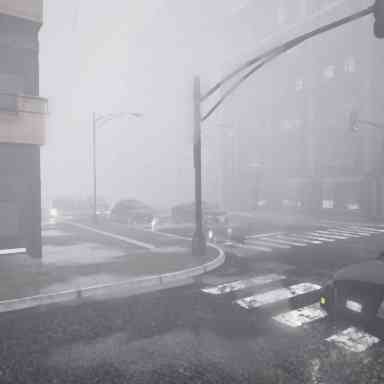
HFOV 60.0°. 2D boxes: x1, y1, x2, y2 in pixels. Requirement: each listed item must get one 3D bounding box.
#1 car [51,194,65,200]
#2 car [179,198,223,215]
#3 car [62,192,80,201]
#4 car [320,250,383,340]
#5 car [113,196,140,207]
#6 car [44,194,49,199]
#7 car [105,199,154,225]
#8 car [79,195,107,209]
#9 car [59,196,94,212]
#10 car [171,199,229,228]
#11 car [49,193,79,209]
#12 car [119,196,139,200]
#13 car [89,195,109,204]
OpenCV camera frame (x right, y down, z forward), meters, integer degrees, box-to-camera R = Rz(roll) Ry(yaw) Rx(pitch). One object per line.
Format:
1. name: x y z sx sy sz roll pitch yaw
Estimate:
1. car: -31.650 1.125 78.535 2.008 1.369 4.403 -1 1 -35
2. car: 0.782 1.360 31.879 1.887 1.381 4.507 -1 1 -35
3. car: -25.182 0.935 69.189 2.192 1.841 5.009 -1 1 -35
4. car: 4.364 1.561 5.710 4.181 1.385 1.994 0 0 -18
5. car: -9.103 1.266 45.971 1.752 1.417 4.829 -1 1 -35
6. car: -34.982 1.075 83.346 1.752 1.417 4.829 -1 1 -35
7. car: -4.390 1.509 24.221 1.887 1.381 4.507 -1 1 -35
8. car: -11.470 1.397 39.230 2.033 1.411 5.357 -1 1 -35
9. car: -12.658 1.448 36.388 2.008 1.369 4.403 -1 1 -35
10. car: 0.419 1.434 22.043 2.128 1.511 4.902 -1 1 -35
11. car: -15.894 1.313 41.059 1.967 1.590 4.097 -1 1 -35
12. car: -5.467 1.374 30.548 1.882 1.535 5.008 -1 1 -35
13. car: -15.573 1.217 55.315 1.752 1.417 4.829 -1 1 -35
